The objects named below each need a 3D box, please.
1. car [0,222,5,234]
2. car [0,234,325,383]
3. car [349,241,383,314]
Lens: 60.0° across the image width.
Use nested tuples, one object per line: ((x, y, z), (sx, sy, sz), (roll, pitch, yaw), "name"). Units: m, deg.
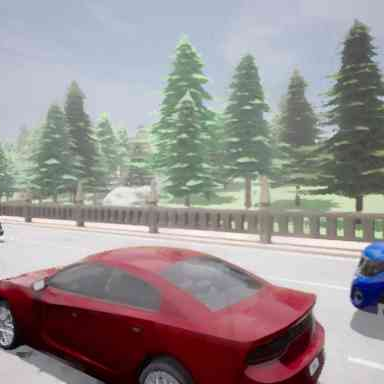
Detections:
((-11.265, 1.671, 16.318), (5.357, 1.411, 2.033), (0, 0, 36), "car")
((-0.862, 1.499, 4.600), (5.008, 1.535, 1.882), (0, 0, 36), "car")
((5.247, 1.213, 4.532), (5.566, 2.045, 2.150), (0, 0, 36), "car")
